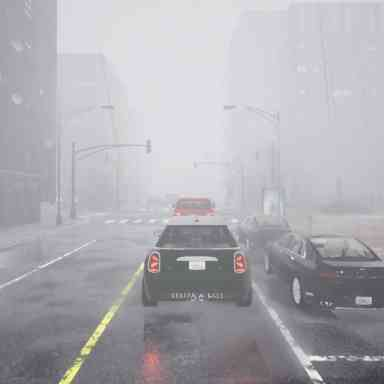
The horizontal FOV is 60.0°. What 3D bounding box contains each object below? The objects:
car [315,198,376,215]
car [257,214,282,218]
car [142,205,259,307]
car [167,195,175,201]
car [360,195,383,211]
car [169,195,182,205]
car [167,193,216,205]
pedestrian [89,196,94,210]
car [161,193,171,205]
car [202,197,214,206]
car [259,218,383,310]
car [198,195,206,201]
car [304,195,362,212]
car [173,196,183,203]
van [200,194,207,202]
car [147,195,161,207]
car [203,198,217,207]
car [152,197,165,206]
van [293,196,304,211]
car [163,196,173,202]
[{"bbox_3d":[13.703,1.413,29.856,4.206,1.307,1.802,0,0,0],"label":"car"},{"bbox_3d":[2.830,1.555,13.224,2.008,1.369,4.403,1,0,0],"label":"car"},{"bbox_3d":[0.100,1.354,8.152,2.097,1.767,4.553,0,0,0],"label":"car"},{"bbox_3d":[-5.681,1.603,90.454,1.947,1.339,4.313,1,0,0],"label":"car"},{"bbox_3d":[19.290,1.228,38.198,5.009,1.841,2.192,0,0,0],"label":"car"},{"bbox_3d":[-3.061,1.375,62.213,2.097,1.767,4.553,0,0,0],"label":"car"},{"bbox_3d":[0.087,1.228,17.622,2.150,2.045,5.566,0,0,0],"label":"car"},{"bbox_3d":[-12.529,1.348,41.381,0.375,1.860,0.375,0,0,0],"label":"pedestrian"},{"bbox_3d":[-3.121,1.240,51.108,2.150,2.045,5.566,0,0,0],"label":"car"},{"bbox_3d":[2.700,1.603,56.988,1.802,1.307,4.206,1,0,0],"label":"car"},{"bbox_3d":[2.831,1.553,7.654,2.008,1.369,4.403,1,0,0],"label":"car"},{"bbox_3d":[2.700,1.582,90.414,1.887,1.381,4.507,1,0,0],"label":"car"},{"bbox_3d":[14.997,1.412,35.645,4.892,1.490,1.837,-1,-1,0],"label":"car"},{"bbox_3d":[-3.001,1.554,72.354,2.128,1.511,4.902,0,0,0],"label":"car"},{"bbox_3d":[2.702,1.373,79.274,1.690,1.788,3.998,1,0,0],"label":"van"},{"bbox_3d":[-5.676,1.334,51.457,2.192,1.841,5.009,1,0,0],"label":"car"},{"bbox_3d":[2.700,1.585,51.417,1.947,1.339,4.313,1,0,0],"label":"car"},{"bbox_3d":[-5.680,1.566,57.028,1.887,1.381,4.507,1,0,0],"label":"car"},{"bbox_3d":[13.763,1.296,38.237,3.998,1.788,1.690,0,0,0],"label":"van"},{"bbox_3d":[-5.680,1.598,79.312,1.947,1.339,4.313,1,0,0],"label":"car"}]
